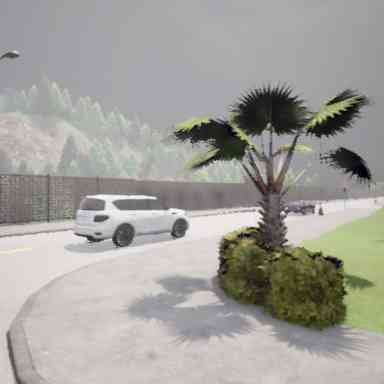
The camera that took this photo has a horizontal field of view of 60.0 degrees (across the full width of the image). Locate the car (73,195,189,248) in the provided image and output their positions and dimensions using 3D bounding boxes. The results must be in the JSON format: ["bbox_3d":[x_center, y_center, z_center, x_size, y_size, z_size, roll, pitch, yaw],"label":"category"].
[{"bbox_3d":[-2.485,1.161,14.869,2.150,2.045,5.566,0,0,39],"label":"car"}]

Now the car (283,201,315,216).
[{"bbox_3d":[10.539,1.542,32.510,1.895,1.301,4.718,0,0,36],"label":"car"}]
